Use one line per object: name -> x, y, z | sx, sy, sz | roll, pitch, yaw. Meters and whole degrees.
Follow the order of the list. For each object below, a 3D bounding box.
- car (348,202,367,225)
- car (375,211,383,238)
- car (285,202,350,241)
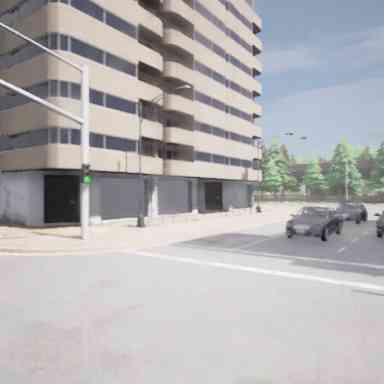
car -> 11.641, 1.496, 24.553 | 2.128, 1.511, 4.902 | 0, 0, 35
car -> 10.683, 1.493, 17.080 | 2.128, 1.511, 4.902 | 0, 0, 35
car -> 6.240, 1.495, 16.832 | 2.128, 1.511, 4.902 | 0, 0, 35
